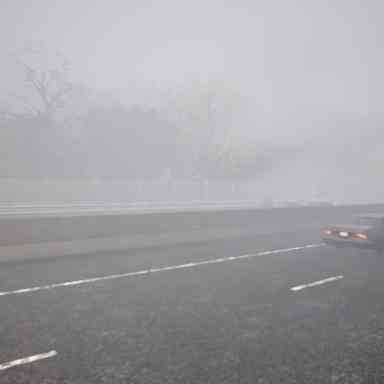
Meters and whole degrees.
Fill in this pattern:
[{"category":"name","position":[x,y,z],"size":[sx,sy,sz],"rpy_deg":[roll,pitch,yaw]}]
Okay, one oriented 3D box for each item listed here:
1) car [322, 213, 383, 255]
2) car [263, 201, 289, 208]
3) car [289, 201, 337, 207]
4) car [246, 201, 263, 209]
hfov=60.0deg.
[{"category":"car","position":[7.479,1.558,13.377],"size":[5.357,1.411,2.033],"rpy_deg":[0,0,-36]},{"category":"car","position":[9.287,1.589,31.996],"size":[4.181,1.385,1.994],"rpy_deg":[0,0,-35]},{"category":"car","position":[10.988,1.532,28.913],"size":[4.892,1.490,1.837],"rpy_deg":[1,0,-35]},{"category":"car","position":[7.686,1.597,35.148],"size":[4.181,1.385,1.994],"rpy_deg":[0,0,-35]}]
